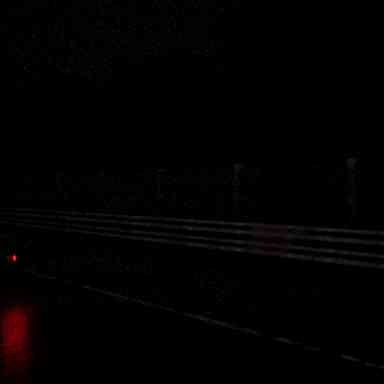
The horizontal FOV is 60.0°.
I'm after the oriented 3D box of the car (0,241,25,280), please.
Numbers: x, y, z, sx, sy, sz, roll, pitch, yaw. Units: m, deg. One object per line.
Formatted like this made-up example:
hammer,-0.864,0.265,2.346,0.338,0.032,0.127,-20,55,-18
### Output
car,-6.408,1.585,8.636,4.718,1.301,1.895,0,0,36
